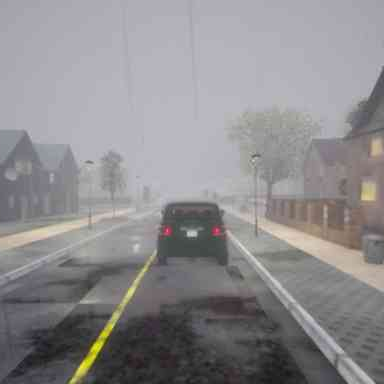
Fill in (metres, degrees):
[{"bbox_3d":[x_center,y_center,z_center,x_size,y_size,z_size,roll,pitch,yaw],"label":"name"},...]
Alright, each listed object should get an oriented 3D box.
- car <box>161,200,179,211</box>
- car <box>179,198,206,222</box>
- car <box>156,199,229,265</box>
[{"bbox_3d":[-2.798,1.729,42.940,1.895,1.301,4.718,0,0,0],"label":"car"},{"bbox_3d":[0.039,1.407,27.892,2.097,1.767,4.553,0,0,0],"label":"car"},{"bbox_3d":[0.033,1.237,11.840,2.150,2.045,5.566,0,0,1],"label":"car"}]
